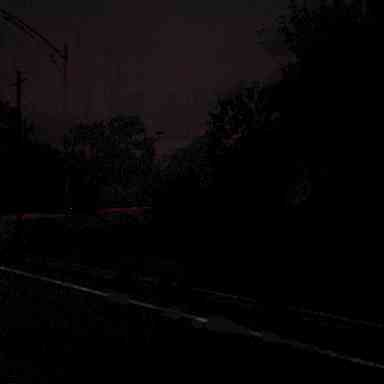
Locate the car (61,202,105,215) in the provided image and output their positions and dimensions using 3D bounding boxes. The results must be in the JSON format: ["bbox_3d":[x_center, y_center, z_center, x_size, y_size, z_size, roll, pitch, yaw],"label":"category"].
[{"bbox_3d":[-12.155,1.798,37.174,1.895,1.301,4.718,0,0,32],"label":"car"}]
